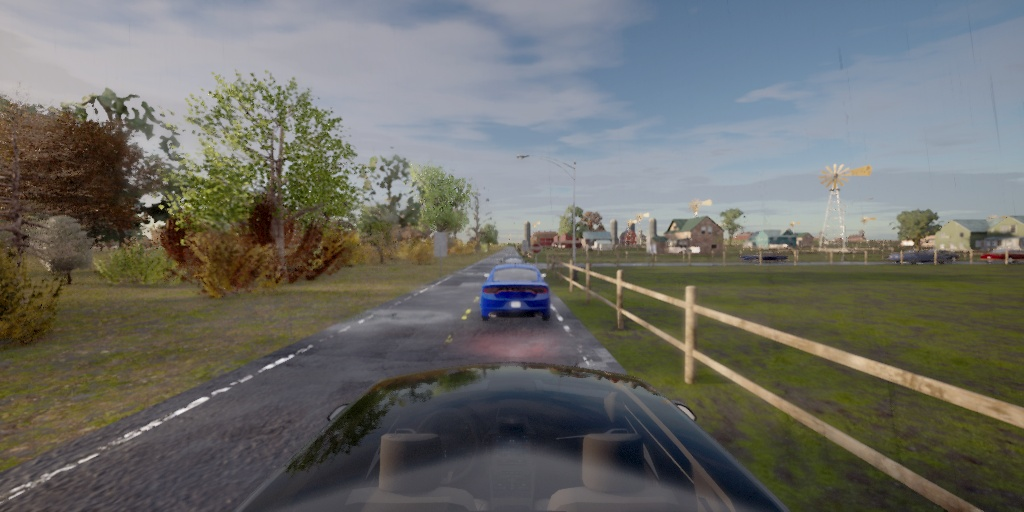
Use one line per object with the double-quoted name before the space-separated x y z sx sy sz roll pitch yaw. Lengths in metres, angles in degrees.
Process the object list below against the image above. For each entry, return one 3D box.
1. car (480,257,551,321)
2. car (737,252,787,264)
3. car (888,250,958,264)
"car" 0.099 0.981 11.364 1.882 1.535 5.008 0 2 0
"car" 29.001 0.196 41.714 4.718 1.301 1.895 0 1 -1
"car" 44.416 0.117 39.084 5.357 1.411 2.033 0 1 0
